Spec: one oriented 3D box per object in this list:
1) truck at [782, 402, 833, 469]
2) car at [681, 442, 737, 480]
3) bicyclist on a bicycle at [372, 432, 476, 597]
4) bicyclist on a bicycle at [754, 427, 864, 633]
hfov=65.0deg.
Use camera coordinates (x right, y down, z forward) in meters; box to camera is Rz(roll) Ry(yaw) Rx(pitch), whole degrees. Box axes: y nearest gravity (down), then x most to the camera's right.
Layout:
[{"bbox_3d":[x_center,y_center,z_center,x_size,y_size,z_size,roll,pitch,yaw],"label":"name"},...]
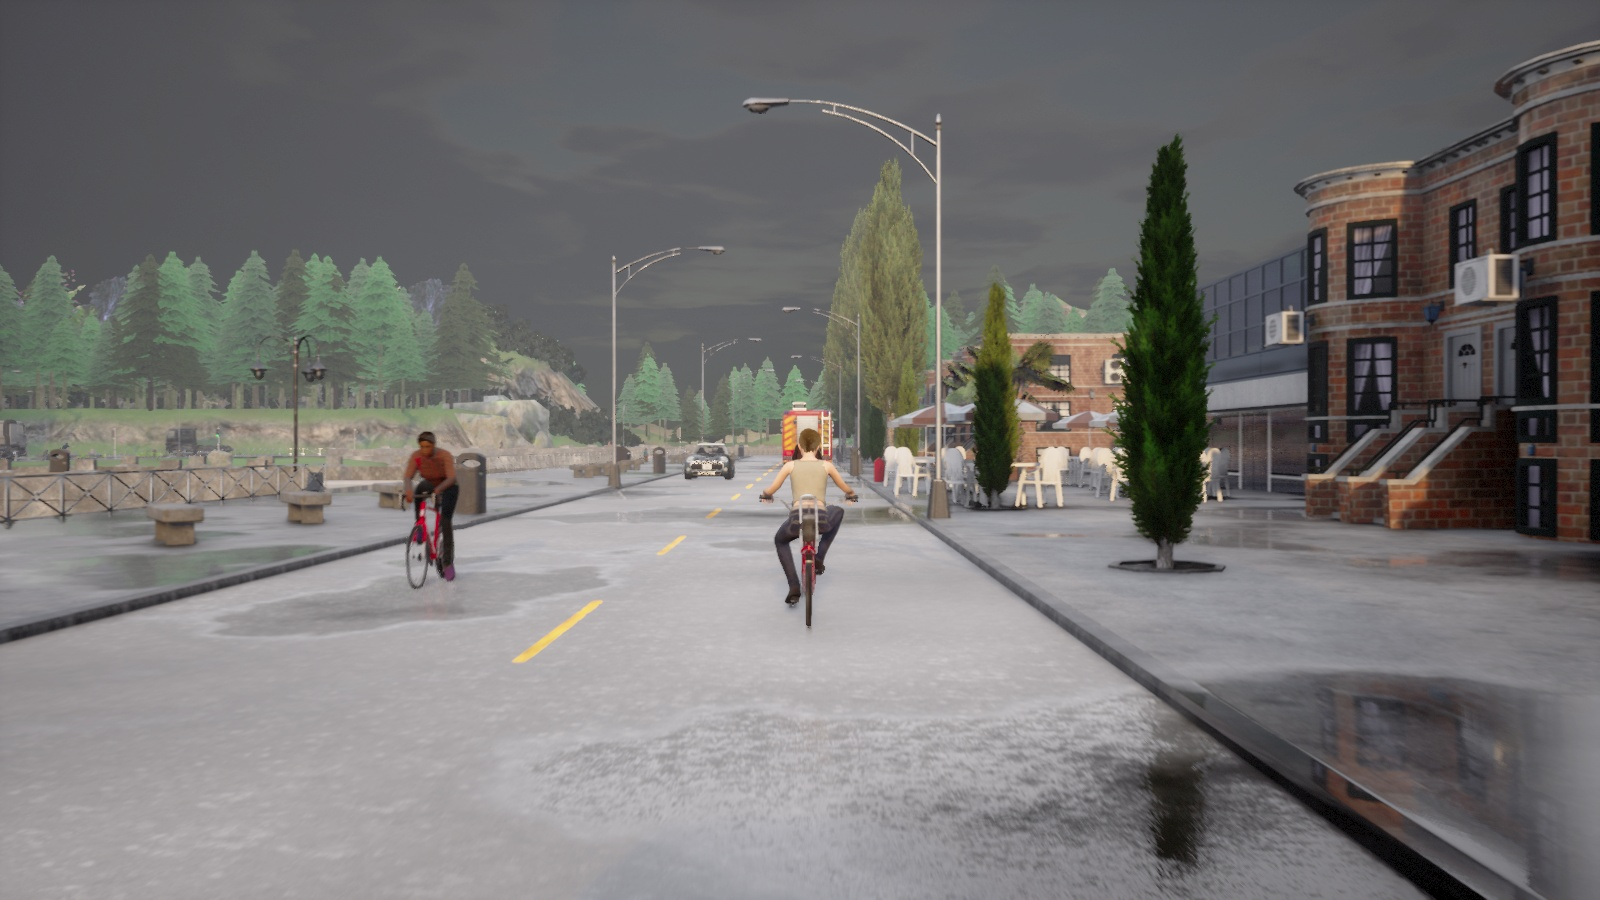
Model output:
[{"bbox_3d":[0.432,-0.842,75.227,2.891,3.827,8.468,0,0,0],"label":"truck"},{"bbox_3d":[-3.699,0.418,51.570,1.970,1.475,3.806,0,0,0],"label":"car"},{"bbox_3d":[-3.911,0.622,13.166,0.582,1.620,1.656,0,1,0],"label":"bicyclist on a bicycle"},{"bbox_3d":[0.074,0.623,10.614,0.866,1.612,1.509,0,0,0],"label":"bicyclist on a bicycle"}]
